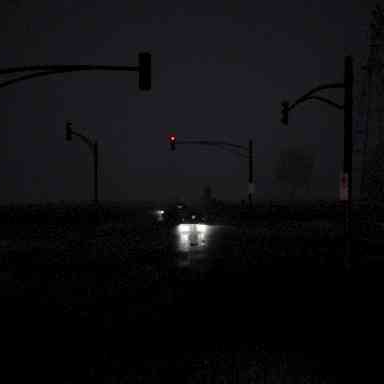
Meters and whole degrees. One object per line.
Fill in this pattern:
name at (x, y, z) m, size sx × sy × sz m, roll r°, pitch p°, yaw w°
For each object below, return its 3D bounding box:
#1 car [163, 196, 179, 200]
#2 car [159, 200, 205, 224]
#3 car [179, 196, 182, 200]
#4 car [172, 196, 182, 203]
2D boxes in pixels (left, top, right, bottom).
car at (-3.007, 1.504, 42.233) m, size 1.812 × 1.442 × 4.674 m, roll 0°, pitch 0°, yaw 0°
car at (-0.703, 1.535, 24.258) m, size 1.994 × 1.385 × 4.181 m, roll 0°, pitch -1°, yaw -24°
car at (-3.080, 1.467, 56.214) m, size 2.128 × 1.511 × 4.902 m, roll 0°, pitch 0°, yaw 0°
car at (-3.077, 1.562, 69.948) m, size 1.895 × 1.301 × 4.718 m, roll 0°, pitch 0°, yaw 0°
